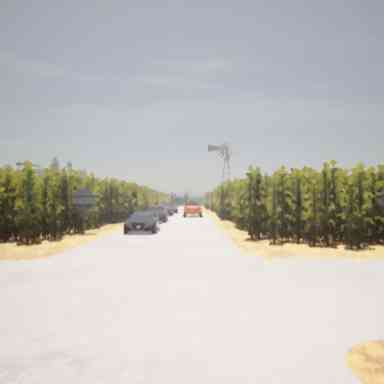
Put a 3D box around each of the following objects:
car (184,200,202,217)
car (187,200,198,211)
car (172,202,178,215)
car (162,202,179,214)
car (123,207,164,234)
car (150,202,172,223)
[{"bbox_3d":[0.083,1.964,39.535,2.097,1.767,4.553,0,-2,0],"label":"car"},{"bbox_3d":[0.077,2.584,63.797,2.150,2.045,5.566,0,-1,0],"label":"car"},{"bbox_3d":[-3.204,2.126,40.202,2.128,1.511,4.902,0,-2,0],"label":"car"},{"bbox_3d":[-3.181,2.327,50.033,2.097,1.767,4.553,0,-2,1],"label":"car"},{"bbox_3d":[-3.206,1.927,21.870,1.994,1.385,4.181,0,-1,0],"label":"car"},{"bbox_3d":[-3.206,1.974,30.736,1.837,1.490,4.892,0,0,0],"label":"car"}]
